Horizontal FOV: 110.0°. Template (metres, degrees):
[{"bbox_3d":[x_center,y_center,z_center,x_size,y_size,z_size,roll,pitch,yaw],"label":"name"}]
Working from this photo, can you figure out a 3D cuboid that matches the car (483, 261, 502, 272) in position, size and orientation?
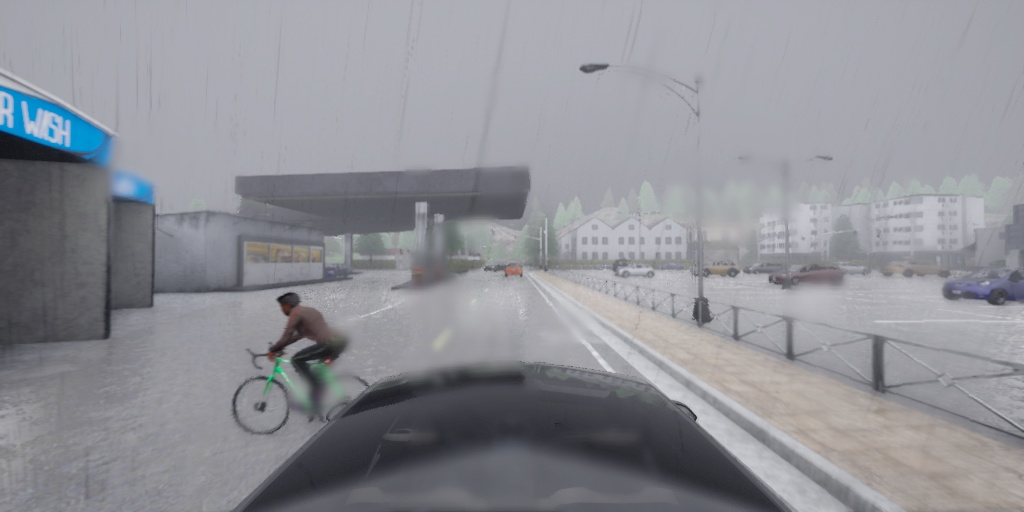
[{"bbox_3d":[-2.797,1.721,58.769,2.097,1.767,4.553,-1,-1,30],"label":"car"}]

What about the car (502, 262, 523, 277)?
[{"bbox_3d":[0.198,1.610,43.494,2.097,1.767,4.553,0,-1,0],"label":"car"}]

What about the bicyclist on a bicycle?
[{"bbox_3d":[-2.367,1.232,4.078,1.656,1.620,0.582,-1,-1,0],"label":"bicyclist on a bicycle"}]
